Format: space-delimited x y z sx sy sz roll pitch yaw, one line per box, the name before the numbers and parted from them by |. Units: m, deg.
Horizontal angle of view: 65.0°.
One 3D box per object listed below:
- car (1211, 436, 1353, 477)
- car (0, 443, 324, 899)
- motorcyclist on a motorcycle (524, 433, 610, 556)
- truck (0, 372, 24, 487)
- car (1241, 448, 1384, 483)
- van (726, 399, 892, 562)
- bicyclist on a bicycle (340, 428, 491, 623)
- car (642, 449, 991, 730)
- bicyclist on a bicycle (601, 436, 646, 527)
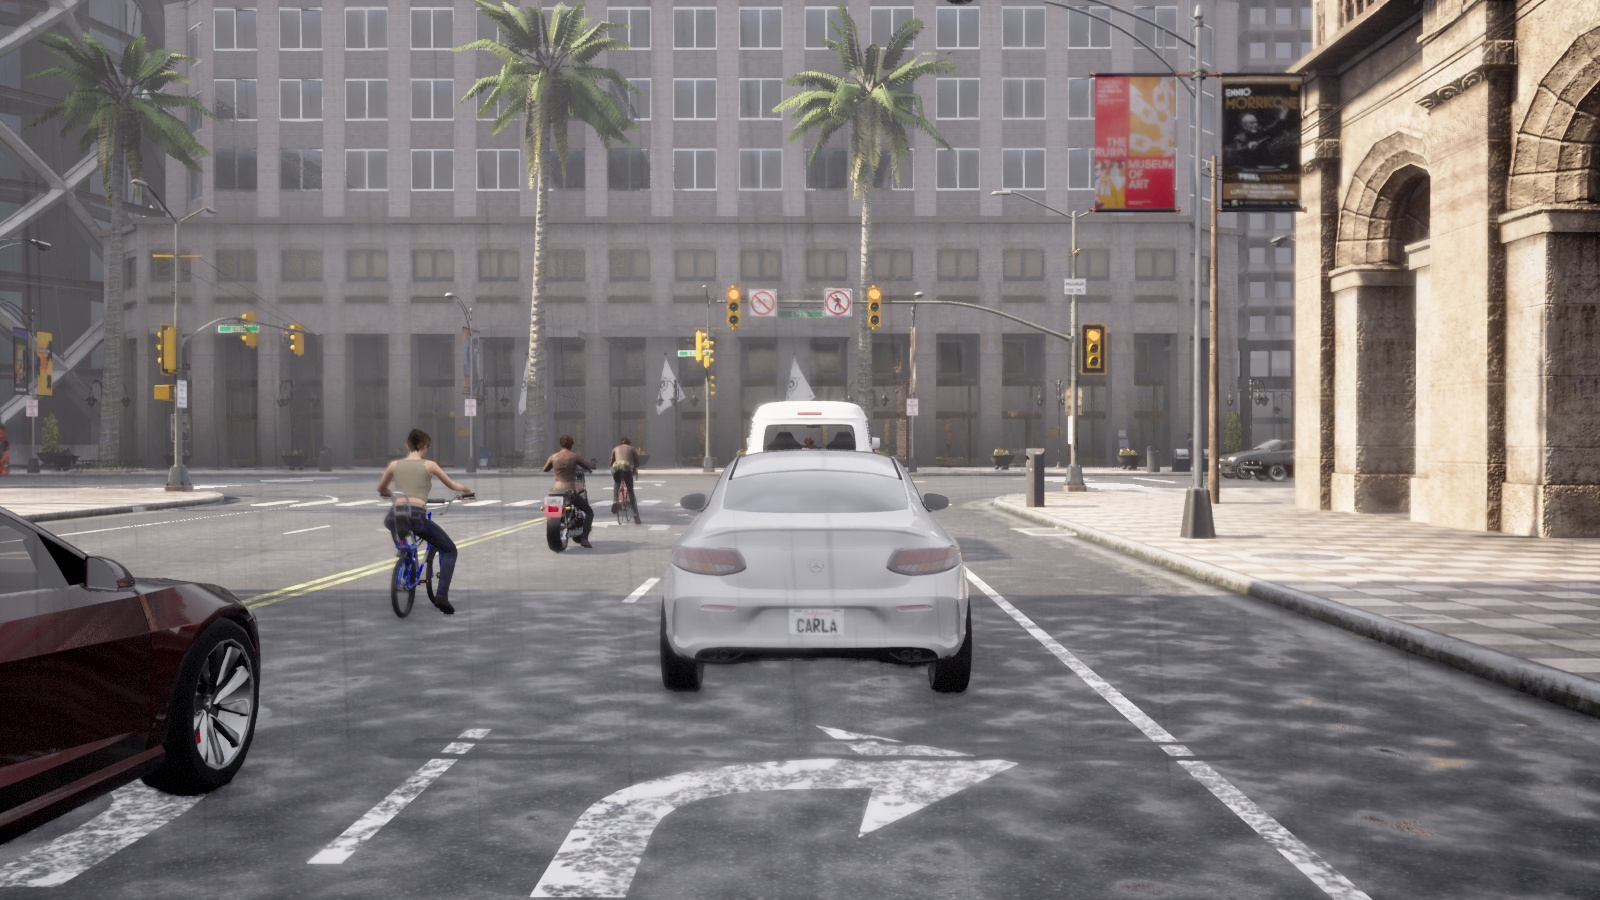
car | 19.711 0.250 51.521 5.027 1.651 2.152 0 0 1
car | -3.449 0.722 3.799 2.163 1.488 4.792 0 0 1
motorcyclist on a motorcycle | -3.299 0.593 17.981 0.766 1.649 2.350 0 0 1
truck | -30.918 -0.678 41.569 8.468 3.827 2.891 0 0 -8
car | 19.545 0.591 48.045 4.718 1.301 1.895 0 0 1
van | 0.170 0.369 17.908 2.069 2.038 4.480 0 0 1
bicyclist on a bicycle | -3.366 0.617 11.144 0.866 1.612 1.509 0 0 0
car | 0.104 0.722 8.867 1.812 1.442 4.674 0 0 0
bicyclist on a bicycle | -3.256 0.565 23.313 0.582 1.620 1.656 0 0 1
